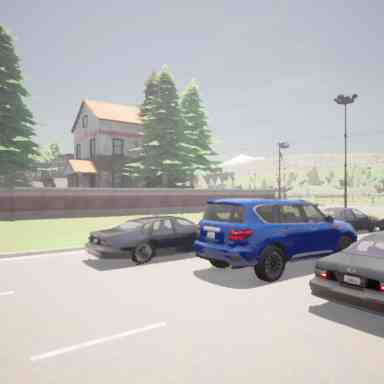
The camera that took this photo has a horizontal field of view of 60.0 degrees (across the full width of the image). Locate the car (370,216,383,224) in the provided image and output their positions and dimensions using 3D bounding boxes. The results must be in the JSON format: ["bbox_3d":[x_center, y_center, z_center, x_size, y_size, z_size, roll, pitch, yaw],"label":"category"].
[{"bbox_3d":[10.671,1.505,15.665,4.892,1.490,1.837,0,0,-35],"label":"car"}]

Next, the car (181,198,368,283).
[{"bbox_3d":[2.666,1.216,9.956,5.566,2.045,2.150,1,-1,-35],"label":"car"}]

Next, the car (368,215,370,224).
[{"bbox_3d":[8.233,1.547,18.224,5.357,1.411,2.033,0,0,-36],"label":"car"}]

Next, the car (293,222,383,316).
[{"bbox_3d":[4.765,1.547,7.152,5.357,1.411,2.033,0,0,-36],"label":"car"}]

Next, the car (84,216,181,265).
[{"bbox_3d":[-0.929,1.547,11.686,5.357,1.411,2.033,0,0,-35],"label":"car"}]
